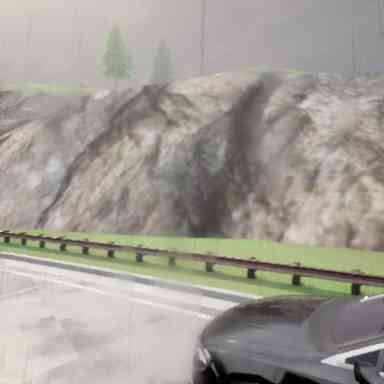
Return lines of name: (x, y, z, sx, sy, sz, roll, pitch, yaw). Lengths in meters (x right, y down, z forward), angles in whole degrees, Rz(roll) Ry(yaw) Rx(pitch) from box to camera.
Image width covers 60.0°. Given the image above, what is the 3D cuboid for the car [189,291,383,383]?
car: (2.219, 1.453, 2.381, 4.902, 1.511, 2.128, 0, 0, 36)
